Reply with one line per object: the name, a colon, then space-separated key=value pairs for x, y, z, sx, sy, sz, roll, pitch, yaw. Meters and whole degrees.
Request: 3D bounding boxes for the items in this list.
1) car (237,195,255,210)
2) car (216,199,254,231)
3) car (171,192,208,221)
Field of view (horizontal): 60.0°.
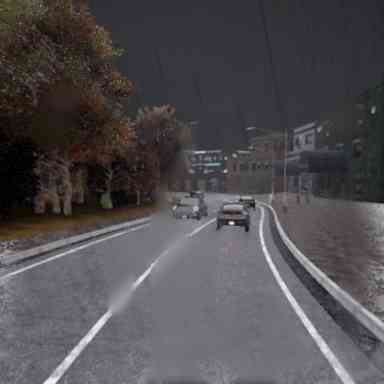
car: x=6.308 y=1.142 z=38.564 sx=1.882 sy=1.535 sz=5.008 roll=1 pitch=1 yaw=9
car: x=2.606 y=1.407 z=20.271 sx=1.837 sy=1.490 sz=4.892 roll=1 pitch=1 yaw=11
car: x=-0.098 y=1.150 z=25.687 sx=2.097 sy=1.767 sz=4.553 roll=1 pitch=1 yaw=12
